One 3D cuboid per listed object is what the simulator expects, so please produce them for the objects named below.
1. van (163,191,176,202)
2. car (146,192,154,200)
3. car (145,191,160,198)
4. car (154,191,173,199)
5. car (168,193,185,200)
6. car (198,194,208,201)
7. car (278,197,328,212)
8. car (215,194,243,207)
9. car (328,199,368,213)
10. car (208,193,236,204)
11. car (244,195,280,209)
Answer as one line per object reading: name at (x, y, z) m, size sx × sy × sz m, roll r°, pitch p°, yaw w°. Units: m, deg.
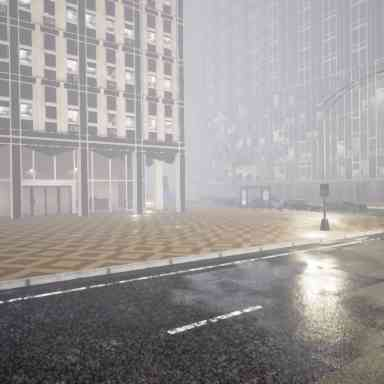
van at (-3.966, 0.937, 59.651) m, size 1.690 × 1.788 × 3.998 m, roll 0°, pitch 1°, yaw -34°
car at (-10.404, 1.039, 69.022) m, size 2.008 × 1.369 × 4.403 m, roll 0°, pitch 1°, yaw -34°
car at (-9.934, 0.686, 83.134) m, size 1.967 × 1.590 × 4.097 m, roll 0°, pitch 1°, yaw -34°
car at (-6.715, 0.615, 78.448) m, size 2.192 × 1.841 × 5.009 m, roll 0°, pitch 1°, yaw -34°
car at (-3.496, 0.936, 73.767) m, size 1.802 × 1.307 × 4.206 m, roll 0°, pitch 1°, yaw -34°
car at (2.941, 1.043, 64.398) m, size 1.802 × 1.307 × 4.206 m, roll 0°, pitch 1°, yaw -34°
car at (12.020, 1.423, 36.158) m, size 1.947 × 1.339 × 4.313 m, roll 0°, pitch 1°, yaw -34°
car at (5.645, 1.319, 45.572) m, size 1.947 × 1.339 × 4.313 m, roll 0°, pitch 1°, yaw -34°
car at (16.111, 1.408, 34.991) m, size 1.994 × 1.385 × 4.181 m, roll -1°, pitch 1°, yaw -35°
car at (4.991, 1.266, 51.191) m, size 1.895 × 1.301 × 4.718 m, roll -1°, pitch 1°, yaw -34°
car at (8.815, 1.388, 40.855) m, size 1.802 × 1.307 × 4.206 m, roll 0°, pitch 1°, yaw -34°
